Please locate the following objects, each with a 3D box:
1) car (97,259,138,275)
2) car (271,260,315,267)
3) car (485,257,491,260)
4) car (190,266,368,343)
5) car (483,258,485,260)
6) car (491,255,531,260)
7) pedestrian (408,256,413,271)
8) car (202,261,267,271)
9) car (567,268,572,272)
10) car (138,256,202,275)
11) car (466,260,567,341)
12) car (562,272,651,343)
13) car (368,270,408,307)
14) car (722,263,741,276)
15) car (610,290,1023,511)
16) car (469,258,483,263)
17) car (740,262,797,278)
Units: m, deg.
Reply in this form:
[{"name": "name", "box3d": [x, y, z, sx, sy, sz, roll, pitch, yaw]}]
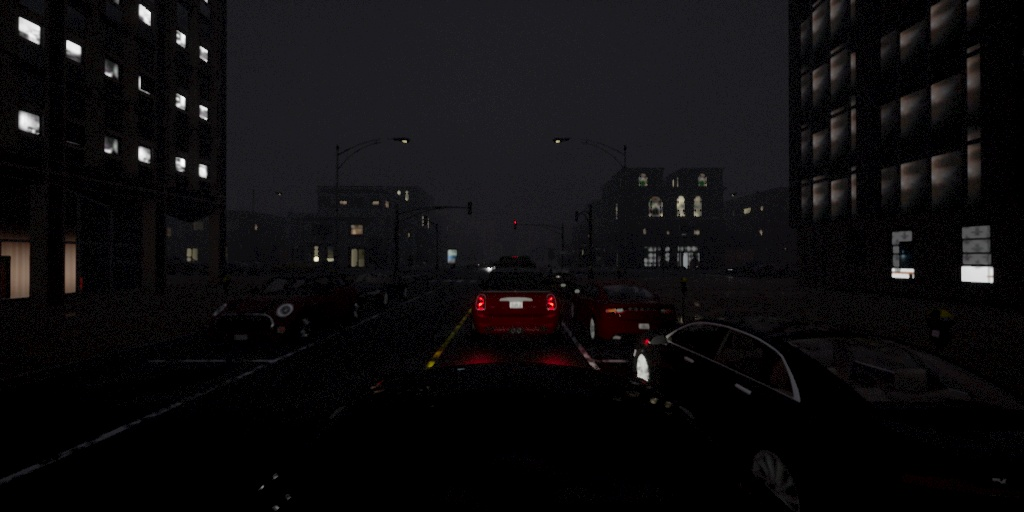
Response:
[{"name": "car", "box3d": [-36.522, 1.119, 33.433, 4.403, 1.370, 2.007, 0, 0, 1]}, {"name": "car", "box3d": [-25.496, 1.183, 41.656, 4.829, 1.417, 1.751, 0, 0, 1]}, {"name": "car", "box3d": [-3.129, 1.337, 61.501, 1.895, 1.301, 4.718, 0, 0, 0]}, {"name": "car", "box3d": [-5.698, 1.188, 9.525, 1.967, 1.591, 4.097, 0, 0, 0]}, {"name": "car", "box3d": [-5.756, 1.286, 64.338, 2.007, 1.370, 4.403, 0, 0, 0]}, {"name": "car", "box3d": [0.101, 0.967, 20.213, 2.150, 2.045, 5.566, 0, 0, -1]}, {"name": "pedestrian", "box3d": [-12.597, 0.869, 44.421, 0.375, 1.860, 0.375, 0, -1, 1]}, {"name": "car", "box3d": [-25.449, 1.166, 33.274, 4.403, 1.370, 2.007, 0, 0, 1]}, {"name": "car", "box3d": [2.670, 1.295, 20.900, 2.007, 1.370, 4.403, 0, 0, 0]}, {"name": "car", "box3d": [-30.985, 0.906, 33.353, 5.009, 1.841, 2.192, 0, 0, 1]}, {"name": "car", "box3d": [0.090, 1.100, 10.059, 2.097, 1.767, 4.553, 0, 0, 0]}, {"name": "car", "box3d": [2.682, 1.293, 9.516, 1.888, 1.381, 4.507, 0, 0, 0]}, {"name": "car", "box3d": [-5.705, 1.297, 15.217, 2.007, 1.370, 4.403, 0, 0, 0]}, {"name": "car", "box3d": [25.123, 1.381, 38.341, 4.892, 1.490, 1.837, 0, 0, 1]}, {"name": "car", "box3d": [2.688, 1.300, 3.825, 2.007, 1.370, 4.403, 0, 0, 0]}, {"name": "car", "box3d": [-5.744, 1.319, 53.295, 1.802, 1.307, 4.207, 0, 0, 0]}, {"name": "car", "box3d": [23.610, 1.422, 32.535, 4.207, 1.307, 1.802, 0, 0, 1]}]
